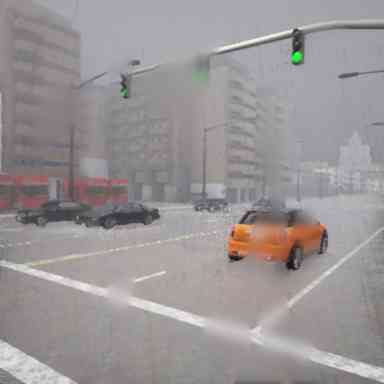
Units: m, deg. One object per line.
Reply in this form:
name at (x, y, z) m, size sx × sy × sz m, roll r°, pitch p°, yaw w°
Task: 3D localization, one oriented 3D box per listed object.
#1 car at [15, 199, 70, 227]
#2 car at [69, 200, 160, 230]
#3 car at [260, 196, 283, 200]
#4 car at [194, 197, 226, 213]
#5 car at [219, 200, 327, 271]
car at (-8.050, 1.188, 19.984) m, size 1.812 × 1.442 × 4.674 m, roll 2°, pitch 1°, yaw 35°
car at (-4.122, 1.301, 19.486) m, size 2.033 × 1.411 × 5.357 m, roll 2°, pitch 0°, yaw 35°
car at (8.318, 1.494, 37.358) m, size 1.837 × 1.490 × 4.892 m, roll 1°, pitch 0°, yaw 35°
car at (2.072, 1.348, 34.519) m, size 1.837 × 1.490 × 4.892 m, roll 1°, pitch 0°, yaw 35°
car at (3.052, 1.313, 11.232) m, size 2.097 × 1.767 × 4.553 m, roll 1°, pitch 0°, yaw 35°
